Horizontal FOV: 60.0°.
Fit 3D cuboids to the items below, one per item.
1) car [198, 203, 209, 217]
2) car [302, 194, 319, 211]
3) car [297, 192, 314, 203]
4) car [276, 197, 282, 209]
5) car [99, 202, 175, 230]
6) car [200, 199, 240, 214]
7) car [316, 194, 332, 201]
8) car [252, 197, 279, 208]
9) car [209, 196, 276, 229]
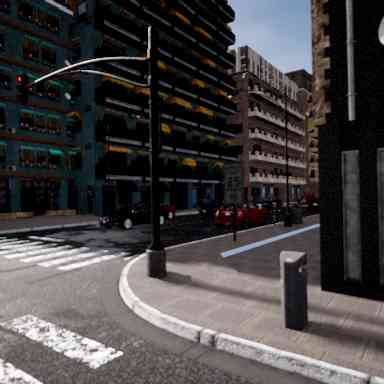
[{"bbox_3d":[2.428,1.348,28.799,1.837,1.490,4.892,-1,0,36],"label":"car"},{"bbox_3d":[12.997,1.211,33.482,1.947,1.339,4.313,-1,0,36],"label":"car"},{"bbox_3d":[19.538,0.961,56.737,2.192,1.841,5.009,-1,0,36],"label":"car"},{"bbox_3d":[8.433,1.254,37.042,2.128,1.511,4.902,-1,0,36],"label":"car"},{"bbox_3d":[-3.508,1.428,20.637,1.837,1.490,4.892,-1,0,36],"label":"car"},{"bbox_3d":[2.889,1.414,33.827,2.008,1.369,4.403,-1,0,36],"label":"car"},{"bbox_3d":[26.204,1.114,65.900,2.008,1.369,4.403,-1,0,36],"label":"car"},{"bbox_3d":[9.551,1.341,42.991,1.947,1.339,4.313,-1,0,36],"label":"car"},{"bbox_3d":[3.095,1.216,19.674,1.967,1.590,4.097,-1,0,36],"label":"car"}]
